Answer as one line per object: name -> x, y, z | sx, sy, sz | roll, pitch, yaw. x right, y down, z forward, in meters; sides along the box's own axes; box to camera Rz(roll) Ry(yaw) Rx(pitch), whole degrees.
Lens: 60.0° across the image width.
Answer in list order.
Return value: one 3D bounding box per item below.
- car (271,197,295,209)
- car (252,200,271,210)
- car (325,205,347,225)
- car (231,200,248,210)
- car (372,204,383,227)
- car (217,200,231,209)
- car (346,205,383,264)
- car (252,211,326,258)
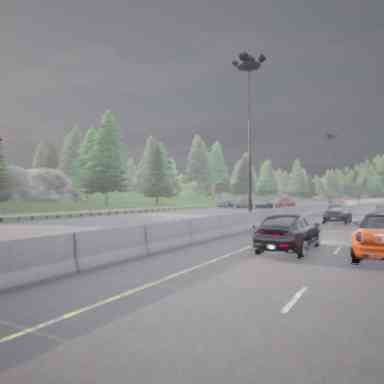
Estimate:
car -> 15.099, 1.858, 53.835 | 2.150, 2.045, 5.566 | -1, -1, 31
car -> 12.094, 2.154, 55.616 | 1.882, 1.535, 5.008 | -1, -1, 31
car -> 11.872, 1.825, 27.187 | 1.812, 1.442, 4.674 | -1, -1, 31
car -> 9.073, 2.220, 57.369 | 1.837, 1.490, 4.892 | -1, -1, 31
car -> 15.145, 1.742, 25.848 | 1.882, 1.535, 5.008 | -1, -1, 31
car -> 6.041, 2.259, 59.104 | 1.837, 1.490, 4.892 | -1, -1, 31
car -> 6.946, 1.473, 11.789 | 2.097, 1.767, 4.553 | -1, -1, 31
car -> 3.985, 1.668, 13.653 | 1.837, 1.490, 4.892 | -1, 0, 31
